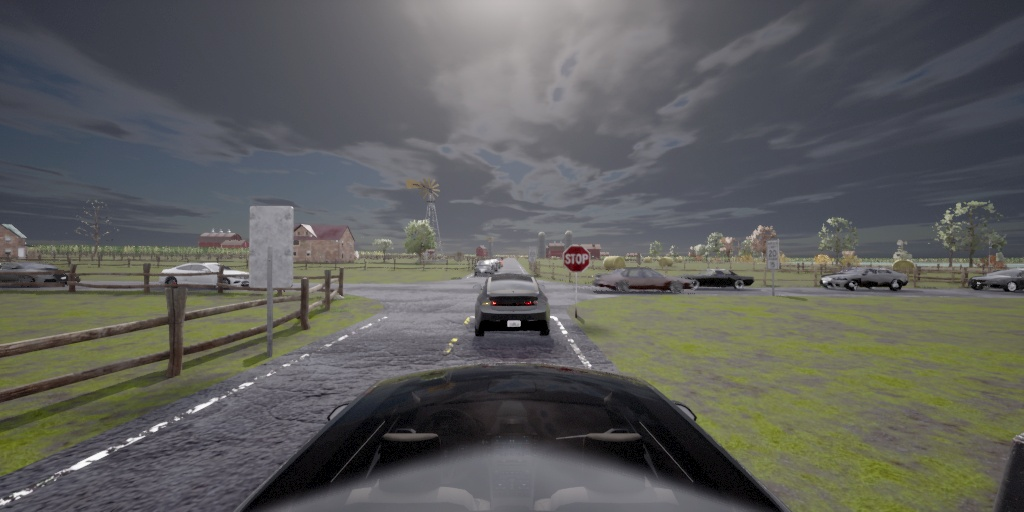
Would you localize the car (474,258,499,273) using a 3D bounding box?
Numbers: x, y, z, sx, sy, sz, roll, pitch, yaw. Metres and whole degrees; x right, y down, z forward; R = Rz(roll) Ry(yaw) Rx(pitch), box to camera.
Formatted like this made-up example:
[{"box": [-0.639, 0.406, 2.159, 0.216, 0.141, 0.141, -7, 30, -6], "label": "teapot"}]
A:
[{"box": [-2.809, 1.243, 37.069, 2.128, 1.511, 4.902, 0, 0, 0], "label": "car"}]

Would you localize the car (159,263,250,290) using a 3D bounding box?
[{"box": [-17.217, 1.103, 20.359, 4.674, 1.442, 1.812, 1, -1, -1], "label": "car"}]

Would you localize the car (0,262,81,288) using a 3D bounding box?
[{"box": [-27.290, 1.038, 20.242, 4.181, 1.385, 1.994, 1, -1, -1], "label": "car"}]

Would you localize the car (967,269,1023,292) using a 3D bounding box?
[{"box": [33.550, 1.604, 23.922, 4.892, 1.490, 1.837, 1, -1, 0], "label": "car"}]

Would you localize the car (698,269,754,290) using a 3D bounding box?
[{"box": [13.084, 1.508, 23.653, 4.718, 1.301, 1.895, 1, -1, -2], "label": "car"}]

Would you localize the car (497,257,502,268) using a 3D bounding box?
[{"box": [-2.789, 1.241, 46.514, 2.128, 1.511, 4.902, 0, 0, 0], "label": "car"}]

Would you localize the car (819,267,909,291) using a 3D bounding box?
[{"box": [23.235, 1.495, 23.805, 4.902, 1.511, 2.128, 1, -1, -1], "label": "car"}]

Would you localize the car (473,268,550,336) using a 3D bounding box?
[{"box": [-0.061, 1.256, 10.378, 1.837, 1.490, 4.892, 0, 0, -3], "label": "car"}]

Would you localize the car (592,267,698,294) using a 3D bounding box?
[{"box": [7.404, 1.370, 20.661, 5.357, 1.411, 2.033, 1, -1, -1], "label": "car"}]
